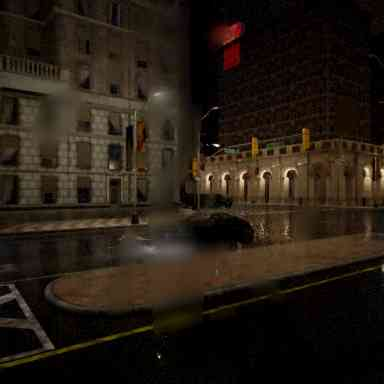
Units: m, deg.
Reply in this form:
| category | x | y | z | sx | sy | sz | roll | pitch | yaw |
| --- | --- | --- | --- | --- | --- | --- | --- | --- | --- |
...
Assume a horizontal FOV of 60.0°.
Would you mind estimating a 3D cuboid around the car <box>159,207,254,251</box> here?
| category | x | y | z | sx | sy | sz | roll | pitch | yaw |
| --- | --- | --- | --- | --- | --- | --- | --- | --- | --- |
| car | 0.692 | 1.564 | 14.281 | 4.181 | 1.385 | 1.994 | 0 | 0 | -35 |

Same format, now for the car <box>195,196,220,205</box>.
| category | x | y | z | sx | sy | sz | roll | pitch | yaw |
| --- | --- | --- | --- | --- | --- | --- | --- | --- | --- |
| car | 2.841 | 1.491 | 61.246 | 2.128 | 1.511 | 4.902 | 0 | 0 | -35 |

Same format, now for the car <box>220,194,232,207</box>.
| category | x | y | z | sx | sy | sz | roll | pitch | yaw |
| --- | --- | --- | --- | --- | --- | --- | --- | --- | --- |
| car | 3.394 | 1.223 | 48.025 | 2.150 | 2.045 | 5.566 | 0 | 0 | -36 |

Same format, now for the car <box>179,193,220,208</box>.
| category | x | y | z | sx | sy | sz | roll | pitch | yaw |
| --- | --- | --- | --- | --- | --- | --- | --- | --- | --- |
| car | 0.905 | 1.223 | 45.484 | 2.150 | 2.045 | 5.566 | 0 | 0 | -35 |

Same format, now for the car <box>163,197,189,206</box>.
| category | x | y | z | sx | sy | sz | roll | pitch | yaw |
| --- | --- | --- | --- | --- | --- | --- | --- | --- | --- |
| car | -2.784 | 1.548 | 56.752 | 2.033 | 1.411 | 5.357 | 0 | 0 | -34 |
